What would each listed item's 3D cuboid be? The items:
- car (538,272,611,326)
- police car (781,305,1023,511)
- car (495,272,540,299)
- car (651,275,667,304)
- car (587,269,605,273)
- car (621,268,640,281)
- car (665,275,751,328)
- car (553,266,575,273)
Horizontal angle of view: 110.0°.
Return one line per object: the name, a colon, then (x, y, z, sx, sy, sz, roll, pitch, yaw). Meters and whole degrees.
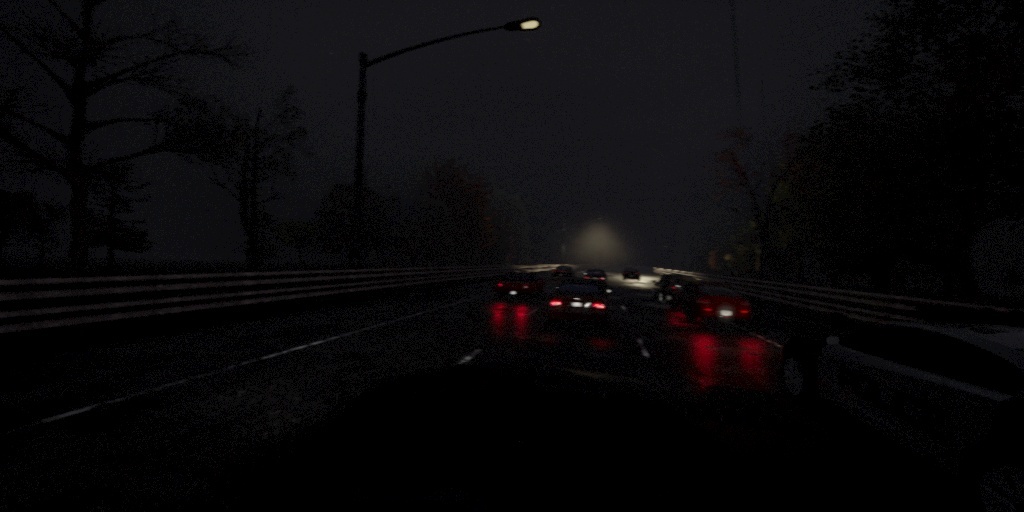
car: (2.458, 1.484, 12.698, 2.033, 1.411, 5.357, 2, -1, 14)
police car: (4.857, 1.366, 3.816, 1.930, 1.638, 5.238, 2, -1, 13)
car: (0.622, 1.538, 19.645, 1.895, 1.301, 4.718, 2, -1, 14)
car: (8.656, 1.723, 19.035, 1.837, 1.490, 4.892, 2, -1, 15)
car: (7.065, 1.816, 30.234, 2.033, 1.411, 5.357, 2, -1, 15)
car: (14.089, 2.117, 42.362, 1.882, 1.535, 5.008, 2, 0, 17)
car: (7.184, 1.637, 13.297, 1.812, 1.442, 4.674, 2, -1, 14)
car: (5.459, 1.759, 37.465, 1.882, 1.535, 5.008, 2, -1, 16)
